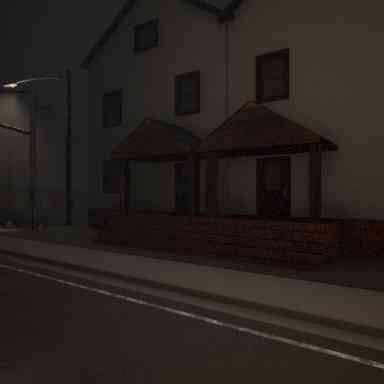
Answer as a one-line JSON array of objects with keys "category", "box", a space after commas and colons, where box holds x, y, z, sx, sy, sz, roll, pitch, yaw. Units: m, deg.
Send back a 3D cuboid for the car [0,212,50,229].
[{"category": "car", "box": [-15.323, 2.564, 29.947, 1.837, 1.490, 4.892, 0, -9, 36]}]
